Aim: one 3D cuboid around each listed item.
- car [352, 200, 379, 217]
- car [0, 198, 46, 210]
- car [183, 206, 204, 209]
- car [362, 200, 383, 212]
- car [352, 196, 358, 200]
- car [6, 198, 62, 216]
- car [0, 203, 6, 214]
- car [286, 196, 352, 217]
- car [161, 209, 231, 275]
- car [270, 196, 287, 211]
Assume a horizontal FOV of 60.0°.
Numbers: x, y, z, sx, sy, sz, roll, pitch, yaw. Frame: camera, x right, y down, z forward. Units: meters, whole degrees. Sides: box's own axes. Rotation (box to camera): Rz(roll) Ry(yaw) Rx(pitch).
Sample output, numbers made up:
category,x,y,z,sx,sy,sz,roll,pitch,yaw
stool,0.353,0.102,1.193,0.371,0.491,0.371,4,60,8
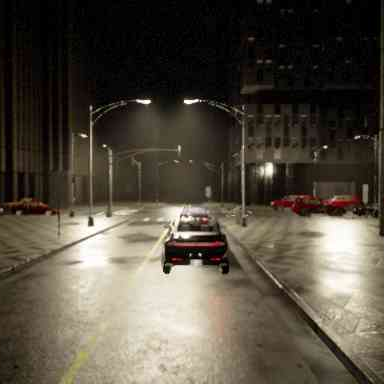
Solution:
category,x,y,z,sx,sy,sz,roll,pitch,yaw
car,17.780,1.766,32.065,4.313,1.339,1.947,0,1,0
car,-20.609,1.414,40.492,4.829,1.417,1.752,0,1,0
car,0.111,1.564,20.862,2.033,1.411,5.357,0,0,0
car,23.411,1.664,40.603,4.313,1.339,1.947,0,1,0
car,17.770,1.384,40.587,5.009,1.841,2.192,0,1,0
car,-14.904,1.589,31.982,4.507,1.381,1.887,0,1,0
car,-20.429,1.571,31.966,4.403,1.369,2.008,0,1,0
car,12.138,1.486,32.048,5.009,1.841,2.192,0,1,0
car,0.105,1.497,10.498,2.128,1.511,4.902,0,0,0
car,12.126,1.355,40.572,5.009,1.841,2.192,0,1,0
